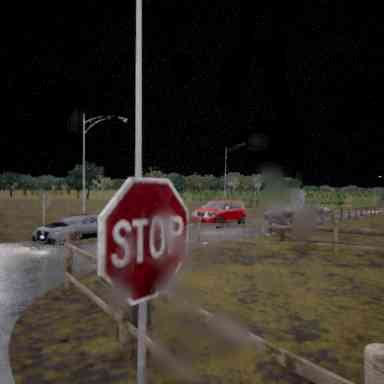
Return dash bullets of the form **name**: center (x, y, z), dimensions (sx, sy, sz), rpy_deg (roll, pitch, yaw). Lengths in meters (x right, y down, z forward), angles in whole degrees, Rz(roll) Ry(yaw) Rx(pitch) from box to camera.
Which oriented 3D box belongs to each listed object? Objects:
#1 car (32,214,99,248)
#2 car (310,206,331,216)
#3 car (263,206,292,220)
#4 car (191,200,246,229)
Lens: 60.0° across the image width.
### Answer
- **car**: center (-5.161, 1.734, 15.536), dimensions (1.994, 1.385, 4.181), rpy_deg (1, 0, 33)
- **car**: center (18.241, 2.685, 47.226), dimensions (1.994, 1.385, 4.181), rpy_deg (1, -1, 37)
- **car**: center (9.229, 2.222, 35.274), dimensions (1.837, 1.490, 4.892), rpy_deg (1, -1, 37)
- **car**: center (2.218, 1.661, 25.867), dimensions (2.150, 2.045, 5.566), rpy_deg (1, -1, 37)
